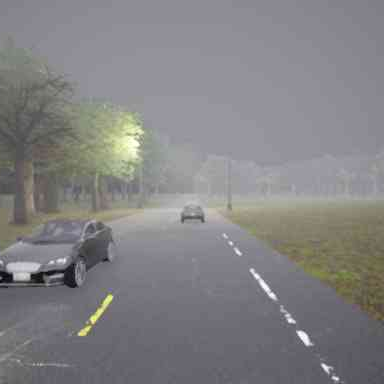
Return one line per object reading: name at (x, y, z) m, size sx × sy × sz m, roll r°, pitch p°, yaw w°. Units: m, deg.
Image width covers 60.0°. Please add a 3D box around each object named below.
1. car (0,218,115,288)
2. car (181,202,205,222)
car at (-3.537, 1.517, 9.405) m, size 2.128 × 1.511 × 4.902 m, roll 0°, pitch 0°, yaw 1°
car at (0.064, 1.778, 28.779) m, size 1.994 × 1.385 × 4.181 m, roll 0°, pitch -1°, yaw 0°
